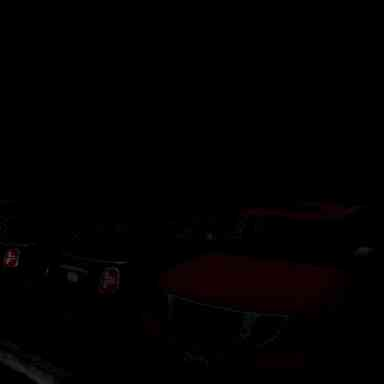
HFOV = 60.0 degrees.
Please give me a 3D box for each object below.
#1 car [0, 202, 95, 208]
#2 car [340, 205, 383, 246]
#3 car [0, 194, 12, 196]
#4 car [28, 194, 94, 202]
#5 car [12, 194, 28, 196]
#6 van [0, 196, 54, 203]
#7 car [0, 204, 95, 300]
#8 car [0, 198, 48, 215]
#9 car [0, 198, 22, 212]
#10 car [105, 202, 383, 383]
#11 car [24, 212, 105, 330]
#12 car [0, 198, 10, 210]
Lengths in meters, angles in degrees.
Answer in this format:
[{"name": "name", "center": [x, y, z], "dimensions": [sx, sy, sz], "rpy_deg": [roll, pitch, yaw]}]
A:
[{"name": "car", "center": [-5.173, 1.349, 10.244], "dimensions": [2.185, 1.767, 4.553], "rpy_deg": [0, 0, 35]}, {"name": "car", "center": [8.944, 1.478, 16.224], "dimensions": [2.231, 1.521, 4.892], "rpy_deg": [0, 0, 35]}, {"name": "car", "center": [-20.610, 1.228, 37.200], "dimensions": [2.435, 2.045, 5.566], "rpy_deg": [0, 0, 35]}, {"name": "car", "center": [-11.631, 1.220, 30.814], "dimensions": [2.435, 2.045, 5.566], "rpy_deg": [0, 0, 35]}, {"name": "car", "center": [-13.801, 1.219, 32.356], "dimensions": [2.435, 2.045, 5.566], "rpy_deg": [0, 0, 35]}, {"name": "van", "center": [-7.543, 1.248, 11.748], "dimensions": [1.878, 1.987, 4.442], "rpy_deg": [0, 0, 35]}, {"name": "car", "center": [-2.925, 1.350, 8.569], "dimensions": [2.185, 1.767, 4.553], "rpy_deg": [0, 0, 35]}, {"name": "car", "center": [-18.325, 1.475, 35.603], "dimensions": [2.097, 1.535, 5.008], "rpy_deg": [0, 0, 35]}, {"name": "car", "center": [-22.844, 1.515, 38.859], "dimensions": [2.163, 1.488, 4.792], "rpy_deg": [0, 0, 35]}, {"name": "car", "center": [1.646, 1.225, 5.322], "dimensions": [2.435, 2.045, 5.566], "rpy_deg": [0, 0, 35]}, {"name": "car", "center": [-0.640, 1.350, 6.944], "dimensions": [2.185, 1.767, 4.553], "rpy_deg": [0, 0, 35]}, {"name": "car", "center": [-25.148, 1.523, 40.425], "dimensions": [2.163, 1.488, 4.792], "rpy_deg": [0, 0, 35]}]
